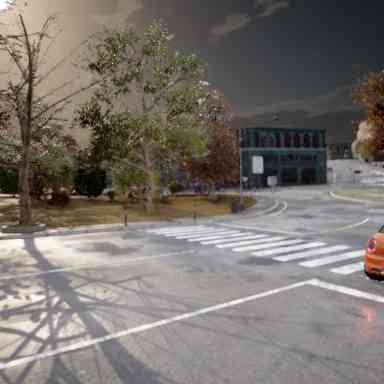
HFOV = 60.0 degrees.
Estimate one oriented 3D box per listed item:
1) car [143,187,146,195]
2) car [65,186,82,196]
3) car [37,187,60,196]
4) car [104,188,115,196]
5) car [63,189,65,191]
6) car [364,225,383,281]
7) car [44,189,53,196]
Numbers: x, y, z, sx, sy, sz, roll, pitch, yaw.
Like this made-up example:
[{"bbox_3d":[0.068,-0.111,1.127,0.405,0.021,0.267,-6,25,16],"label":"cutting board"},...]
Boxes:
[{"bbox_3d":[-8.661,-0.313,57.320,2.435,2.045,5.566,-2,2,16],"label":"car"},{"bbox_3d":[-22.952,0.169,67.995,2.163,1.488,4.792,-1,2,17],"label":"car"},{"bbox_3d":[-32.357,-0.049,75.288,2.185,1.767,4.553,-1,3,18],"label":"car"},{"bbox_3d":[-13.453,-0.089,60.840,2.185,1.767,4.553,-2,2,16],"label":"car"},{"bbox_3d":[-25.320,-0.112,69.795,2.435,2.045,5.566,-1,3,17],"label":"car"},{"bbox_3d":[6.320,1.236,8.243,4.553,1.767,2.097,-1,1,-35],"label":"car"},{"bbox_3d":[-30.001,0.103,73.487,2.097,1.535,5.008,0,3,18],"label":"car"}]
